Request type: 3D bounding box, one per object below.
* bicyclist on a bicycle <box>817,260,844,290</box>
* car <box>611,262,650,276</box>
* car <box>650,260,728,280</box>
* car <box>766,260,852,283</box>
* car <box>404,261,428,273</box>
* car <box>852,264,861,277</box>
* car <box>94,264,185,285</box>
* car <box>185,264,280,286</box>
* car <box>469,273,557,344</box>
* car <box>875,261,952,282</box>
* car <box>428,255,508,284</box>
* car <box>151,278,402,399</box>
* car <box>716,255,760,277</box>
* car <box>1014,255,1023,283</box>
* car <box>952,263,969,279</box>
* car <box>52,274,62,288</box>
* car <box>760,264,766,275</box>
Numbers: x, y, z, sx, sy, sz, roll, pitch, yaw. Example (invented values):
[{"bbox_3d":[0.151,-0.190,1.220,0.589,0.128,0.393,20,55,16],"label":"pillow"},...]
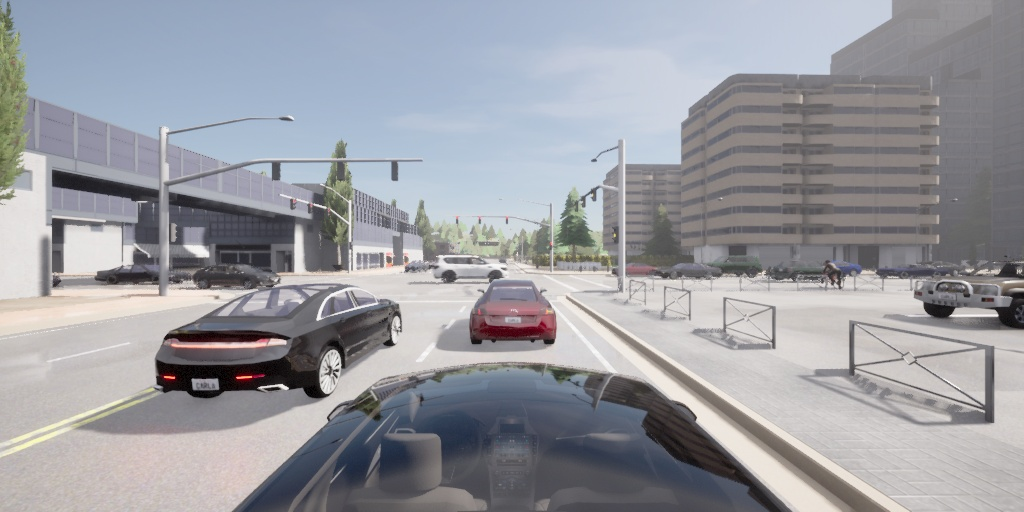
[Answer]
[{"bbox_3d":[17.929,1.051,20.189,0.582,1.620,1.656,0,0,-2],"label":"bicyclist on a bicycle"},{"bbox_3d":[11.749,1.312,34.495,4.181,1.385,1.994,0,0,-2],"label":"car"},{"bbox_3d":[15.239,1.296,31.097,5.357,1.411,2.033,0,0,-2],"label":"car"},{"bbox_3d":[22.795,1.101,27.619,4.553,1.767,2.097,0,0,-2],"label":"car"},{"bbox_3d":[-11.761,1.295,44.403,2.033,1.411,5.357,0,0,-1],"label":"car"},{"bbox_3d":[31.118,1.226,35.064,5.008,1.535,1.882,0,0,-2],"label":"car"},{"bbox_3d":[-26.173,1.296,25.513,5.357,1.411,2.033,0,0,-1],"label":"car"},{"bbox_3d":[-16.732,1.254,21.947,4.892,1.490,1.837,0,0,5],"label":"car"},{"bbox_3d":[0.012,1.314,9.544,1.994,1.385,4.181,0,0,0],"label":"car"},{"bbox_3d":[35.172,1.349,31.675,4.718,1.301,1.895,0,0,-2],"label":"car"},{"bbox_3d":[-3.040,0.971,26.618,5.566,2.045,2.150,0,0,-4],"label":"car"},{"bbox_3d":[-3.473,1.241,6.486,2.128,1.511,4.902,0,0,0],"label":"car"},{"bbox_3d":[21.093,0.970,34.774,5.566,2.045,2.150,0,0,-2],"label":"car"},{"bbox_3d":[43.998,0.970,28.254,5.566,2.045,2.150,0,0,-2],"label":"car"},{"bbox_3d":[41.234,1.253,35.326,4.892,1.490,1.837,0,0,-1],"label":"car"},{"bbox_3d":[-30.673,1.275,21.910,4.674,1.442,1.812,0,0,-1],"label":"car"},{"bbox_3d":[25.309,1.296,31.395,5.357,1.411,2.033,0,0,-2],"label":"car"}]
